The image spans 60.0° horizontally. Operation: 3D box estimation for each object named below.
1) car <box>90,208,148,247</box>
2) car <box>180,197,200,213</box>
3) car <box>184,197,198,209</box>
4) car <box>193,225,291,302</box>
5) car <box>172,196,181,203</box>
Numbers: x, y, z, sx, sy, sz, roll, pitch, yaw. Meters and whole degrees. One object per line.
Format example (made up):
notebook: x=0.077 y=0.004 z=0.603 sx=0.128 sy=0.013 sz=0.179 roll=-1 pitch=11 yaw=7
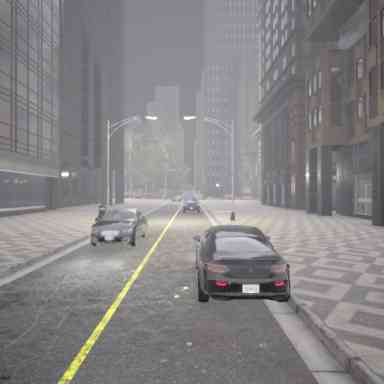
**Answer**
car: x=-3.155 y=1.494 z=15.111 sx=2.128 sy=1.511 sz=4.902 roll=0 pitch=0 yaw=0
car: x=-0.059 y=1.532 z=37.469 sx=1.812 sy=1.442 sz=4.674 roll=0 pitch=0 yaw=0
car: x=-0.160 y=1.513 z=47.353 sx=1.837 sy=1.490 sz=4.892 roll=0 pitch=0 yaw=0
car: x=1.022 y=1.527 z=8.116 sx=1.812 sy=1.442 sz=4.674 roll=0 pitch=0 yaw=0
car: x=-3.262 y=1.508 z=70.815 sx=2.128 sy=1.511 sz=4.902 roll=0 pitch=0 yaw=0
